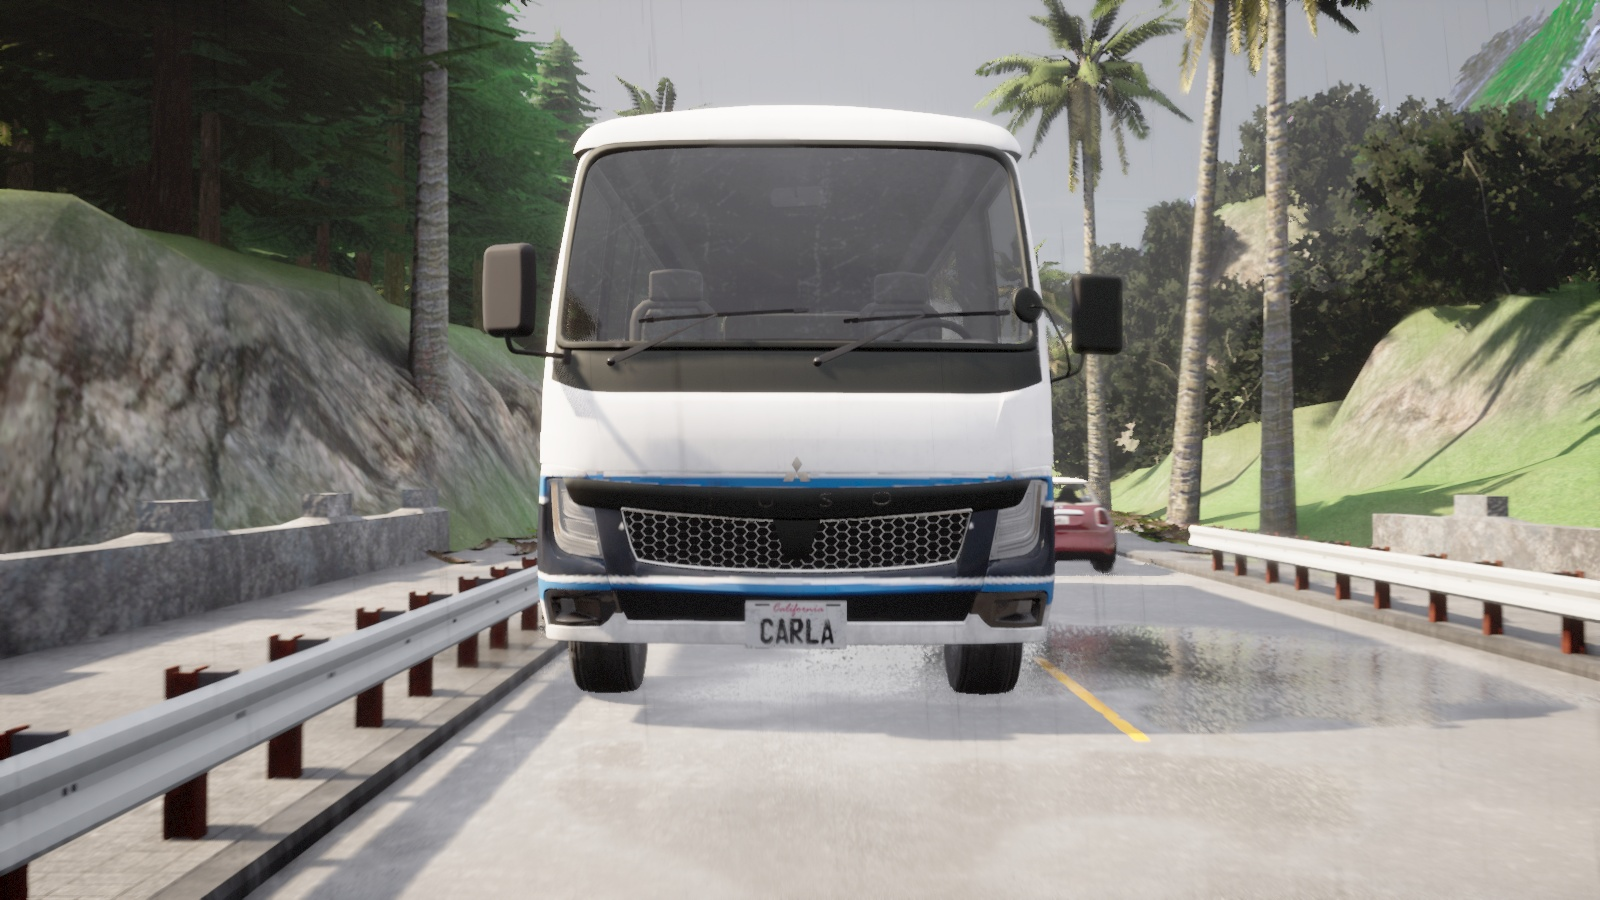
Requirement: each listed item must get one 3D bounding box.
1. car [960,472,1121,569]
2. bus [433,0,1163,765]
[{"bbox_3d":[3.955,1.120,21.269,1.970,1.475,3.806,0,-1,0],"label":"car"},{"bbox_3d":[-0.031,-0.362,11.947,3.944,4.253,10.273,0,-1,0],"label":"bus"}]
